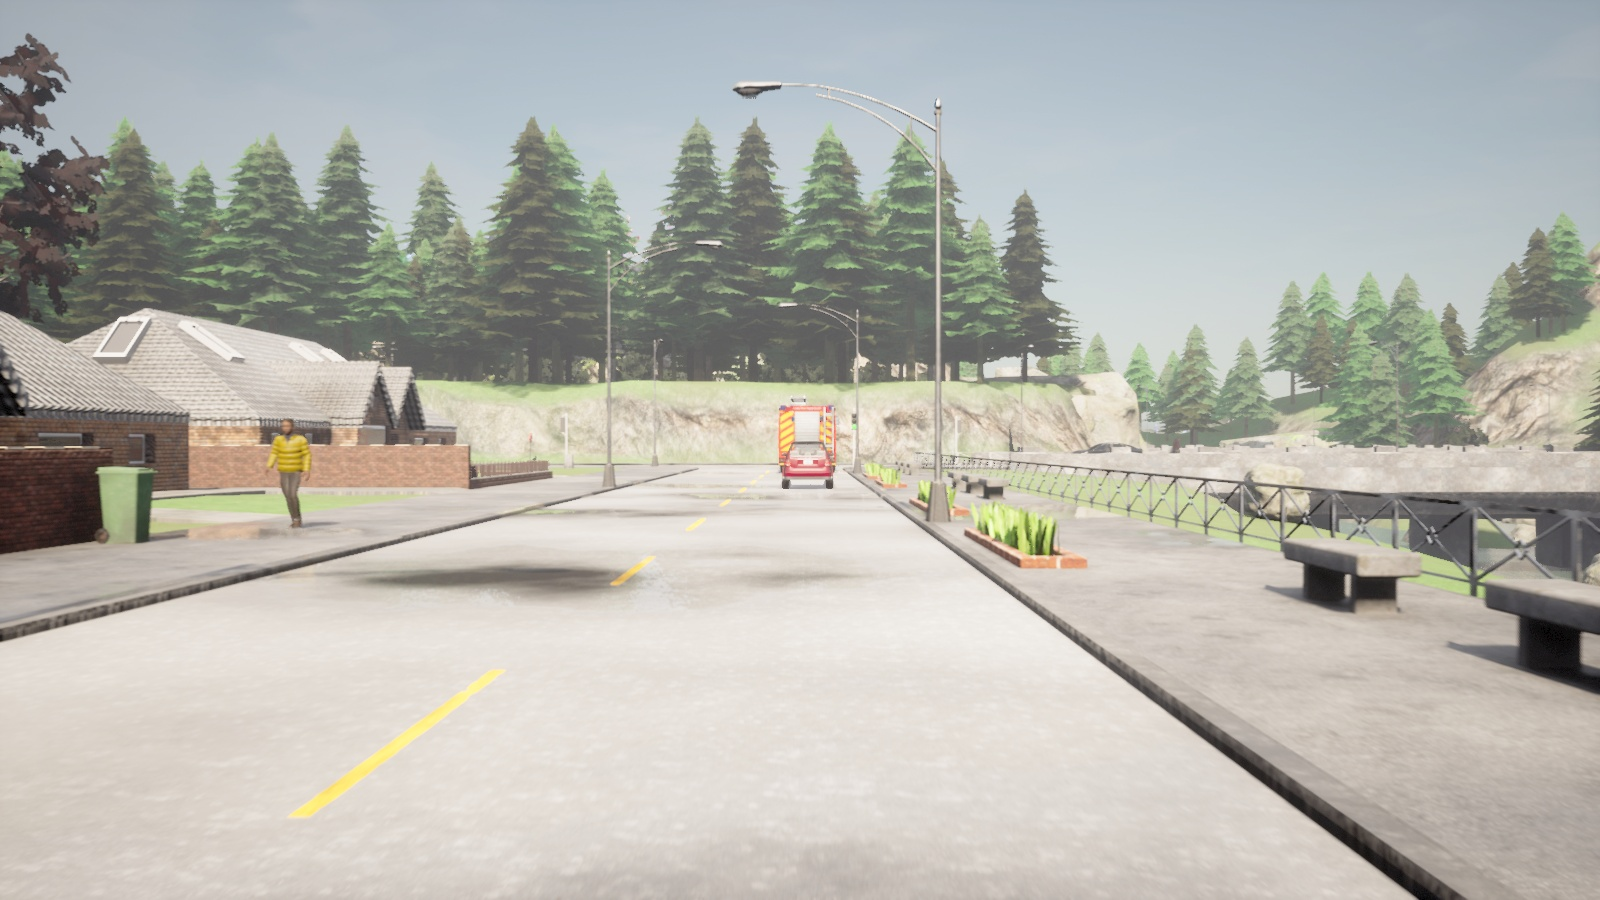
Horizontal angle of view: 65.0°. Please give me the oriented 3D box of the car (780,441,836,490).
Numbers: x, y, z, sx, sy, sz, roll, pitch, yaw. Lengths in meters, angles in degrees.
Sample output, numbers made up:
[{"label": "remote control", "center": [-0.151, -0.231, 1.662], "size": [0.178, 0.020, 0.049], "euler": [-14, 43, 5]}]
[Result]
[{"label": "car", "center": [0.259, 0.487, 42.309], "size": [1.789, 1.549, 3.705], "euler": [0, 0, 0]}]

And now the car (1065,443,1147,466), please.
[{"label": "car", "center": [20.036, 0.304, 82.283], "size": [4.892, 1.490, 1.837], "euler": [0, 0, 0]}]

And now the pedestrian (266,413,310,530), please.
[{"label": "pedestrian", "center": [-8.219, 0.336, 20.177], "size": [0.431, 1.840, 0.709], "euler": [0, 0, -2]}]

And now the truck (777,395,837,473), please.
[{"label": "truck", "center": [0.468, -0.789, 65.886], "size": [2.891, 3.827, 8.468], "euler": [0, 0, 2]}]
